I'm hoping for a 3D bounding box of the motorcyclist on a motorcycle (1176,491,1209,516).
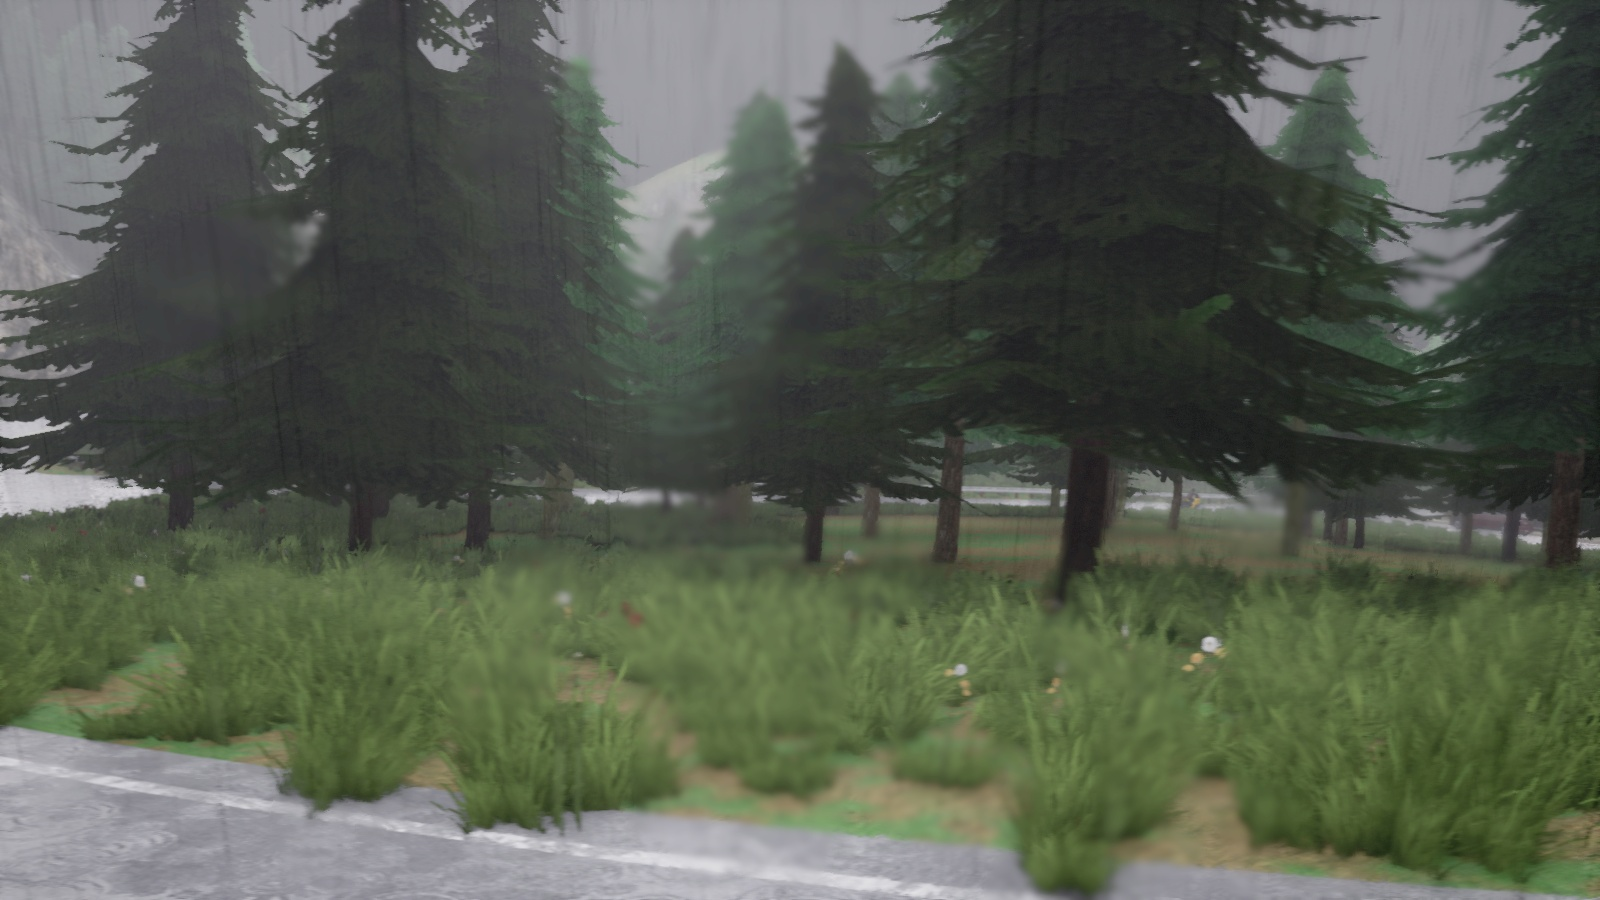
[{"bbox_3d":[25.972,3.528,83.081,2.044,1.523,0.797,3,2,-33],"label":"motorcyclist on a motorcycle"}]

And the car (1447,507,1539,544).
[{"bbox_3d":[44.352,4.815,80.439,2.097,1.767,4.553,3,2,-33],"label":"car"}]
